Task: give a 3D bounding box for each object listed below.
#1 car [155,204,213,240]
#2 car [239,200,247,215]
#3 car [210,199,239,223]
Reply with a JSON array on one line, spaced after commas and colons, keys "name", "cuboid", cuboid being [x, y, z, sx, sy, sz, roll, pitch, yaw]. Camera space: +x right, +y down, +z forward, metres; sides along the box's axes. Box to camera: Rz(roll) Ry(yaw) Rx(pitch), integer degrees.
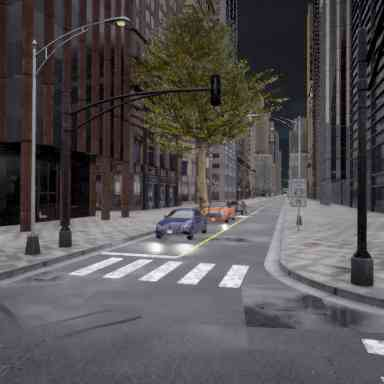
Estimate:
[{"name": "car", "cuboid": [-0.415, 1.619, 17.922, 1.812, 1.442, 4.674, 0, 0, 16]}, {"name": "car", "cuboid": [5.061, 1.718, 37.197, 1.837, 1.490, 4.892, 0, 0, 16]}, {"name": "car", "cuboid": [2.229, 1.499, 27.240, 2.097, 1.767, 4.553, 0, 0, 16]}]
